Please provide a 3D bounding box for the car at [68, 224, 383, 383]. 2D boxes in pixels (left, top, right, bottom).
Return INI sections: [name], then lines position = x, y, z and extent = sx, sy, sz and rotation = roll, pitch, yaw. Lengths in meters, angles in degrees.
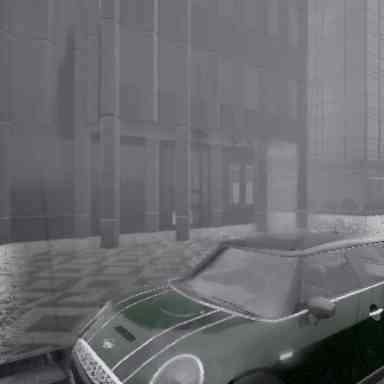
[car]
position = 0.950, 1.352, 4.055
extent = 4.553, 1.767, 2.097
rotation = 0, 0, -35
